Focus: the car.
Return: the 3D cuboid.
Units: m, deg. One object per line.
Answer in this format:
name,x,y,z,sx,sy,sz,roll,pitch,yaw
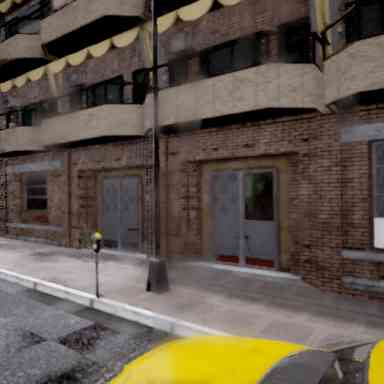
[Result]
car,1.405,1.526,1.889,4.829,1.417,1.752,0,-1,36
